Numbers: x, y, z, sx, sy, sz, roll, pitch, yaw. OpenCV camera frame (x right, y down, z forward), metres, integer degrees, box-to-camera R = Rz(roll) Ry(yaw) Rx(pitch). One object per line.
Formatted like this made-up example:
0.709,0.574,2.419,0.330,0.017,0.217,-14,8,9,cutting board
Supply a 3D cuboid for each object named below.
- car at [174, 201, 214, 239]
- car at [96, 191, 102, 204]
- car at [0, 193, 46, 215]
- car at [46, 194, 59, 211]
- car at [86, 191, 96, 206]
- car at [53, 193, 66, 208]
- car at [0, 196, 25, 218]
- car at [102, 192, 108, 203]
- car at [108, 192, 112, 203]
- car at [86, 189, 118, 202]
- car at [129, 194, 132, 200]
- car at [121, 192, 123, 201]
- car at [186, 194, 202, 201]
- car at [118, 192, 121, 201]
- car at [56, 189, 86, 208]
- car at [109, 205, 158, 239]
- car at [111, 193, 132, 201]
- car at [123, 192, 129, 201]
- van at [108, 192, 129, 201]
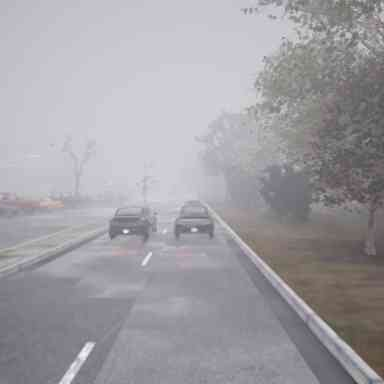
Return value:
0.104,1.439,17.032,2.128,1.511,4.902,0,0,0,car
-16.823,1.089,51.421,4.553,1.767,2.185,-1,0,-20,car
-16.787,1.075,30.438,5.566,2.045,2.435,-1,0,-20,car
-16.631,1.297,33.492,5.366,1.575,1.946,-1,0,-20,car
-16.763,1.096,48.435,4.553,1.767,2.185,-1,1,-20,car
-16.976,1.282,36.358,5.366,1.575,1.946,-1,1,-20,car
-16.784,1.380,27.437,4.792,1.488,2.163,-1,0,-20,car
-16.794,1.209,54.431,4.892,1.521,2.231,-1,0,-20,car
-16.810,1.233,57.416,4.792,1.488,2.163,-1,0,-20,car
-16.809,0.949,60.419,5.566,2.045,2.435,-1,0,-20,car
-16.706,0.937,72.469,5.566,2.045,2.435,-1,0,-20,car
-16.759,1.234,66.436,4.674,1.452,2.002,-1,0,-20,car
0.108,1.303,35.114,1.837,1.490,4.892,0,0,0,car
-16.949,1.196,63.369,5.366,1.575,1.946,-1,0,-20,car
-16.825,0.996,42.408,5.566,2.045,2.435,-1,1,-20,car
-2.896,1.453,16.982,1.837,1.490,4.892,0,0,0,car
-16.615,1.058,78.483,4.553,1.767,2.185,-1,0,-19,car
-16.779,0.940,69.432,5.566,2.045,2.435,-1,0,-20,car
-16.590,0.959,75.505,4.442,1.987,1.878,-1,0,-19,van
